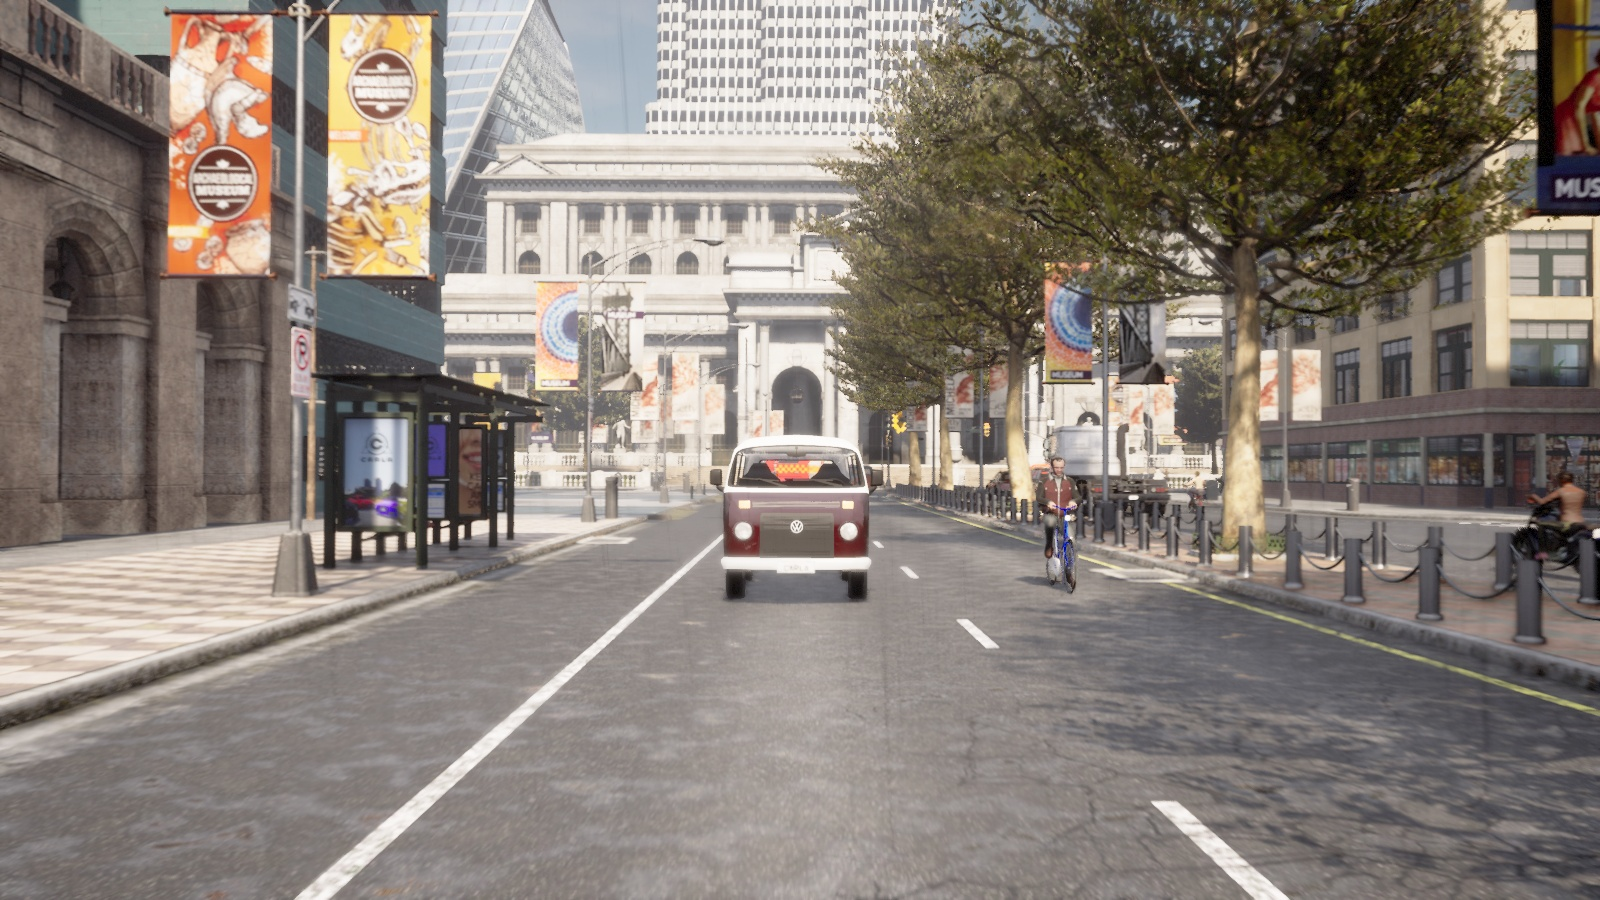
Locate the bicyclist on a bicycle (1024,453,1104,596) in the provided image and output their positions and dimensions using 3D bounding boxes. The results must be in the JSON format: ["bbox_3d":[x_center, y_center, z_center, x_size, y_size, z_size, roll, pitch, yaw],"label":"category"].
[{"bbox_3d":[3.459,0.949,16.599,0.659,1.776,1.843,0,-1,0],"label":"bicyclist on a bicycle"}]

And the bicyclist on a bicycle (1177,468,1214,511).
[{"bbox_3d":[14.994,1.488,47.617,0.866,1.612,1.509,0,-1,-3],"label":"bicyclist on a bicycle"}]

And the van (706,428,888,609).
[{"bbox_3d":[-0.042,0.815,16.515,2.069,2.038,4.480,0,-1,0],"label":"van"}]

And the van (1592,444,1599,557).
[{"bbox_3d":[14.950,0.843,20.047,1.775,1.987,4.442,0,-1,0],"label":"van"}]

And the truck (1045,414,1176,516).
[{"bbox_3d":[11.382,0.573,46.925,2.891,3.462,7.936,0,-1,0],"label":"truck"}]

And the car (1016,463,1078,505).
[{"bbox_3d":[11.359,1.557,58.001,1.932,1.855,4.605,0,-1,0],"label":"car"}]

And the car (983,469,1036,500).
[{"bbox_3d":[11.285,1.839,68.064,2.033,1.649,4.856,0,-1,0],"label":"car"}]

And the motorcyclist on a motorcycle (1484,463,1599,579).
[{"bbox_3d":[11.453,1.039,19.125,0.766,1.649,2.350,0,-1,0],"label":"motorcyclist on a motorcycle"}]
